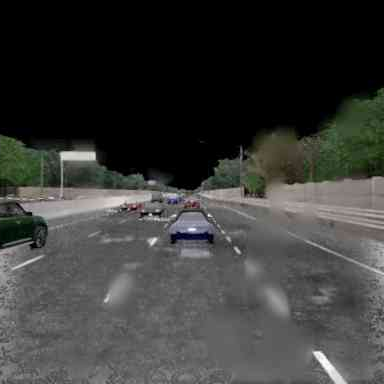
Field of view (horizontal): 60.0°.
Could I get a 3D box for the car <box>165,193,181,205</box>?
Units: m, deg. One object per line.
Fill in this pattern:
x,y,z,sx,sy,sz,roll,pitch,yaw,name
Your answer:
-3.486,1.521,62.212,1.882,1.535,5.008,0,0,0,car

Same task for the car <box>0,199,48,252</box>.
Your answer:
-6.997,1.227,11.319,2.150,2.045,5.566,0,0,0,car

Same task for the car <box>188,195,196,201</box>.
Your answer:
0.018,1.595,85.252,1.812,1.442,4.674,0,0,0,car

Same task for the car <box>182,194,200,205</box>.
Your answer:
0.011,1.381,48.121,2.097,1.767,4.553,0,0,0,car

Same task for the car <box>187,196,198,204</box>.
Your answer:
0.013,1.593,64.167,2.033,1.411,5.357,0,0,0,car

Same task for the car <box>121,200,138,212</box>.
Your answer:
-6.990,1.623,39.241,1.895,1.301,4.718,0,0,0,car

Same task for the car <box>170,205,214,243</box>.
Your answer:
0.005,1.571,16.189,1.994,1.385,4.181,0,0,0,car

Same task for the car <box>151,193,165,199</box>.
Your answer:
-6.987,1.271,67.299,2.150,2.045,5.566,0,0,0,car

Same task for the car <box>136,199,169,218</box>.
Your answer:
-3.493,1.616,30.221,1.895,1.301,4.718,0,0,0,car
